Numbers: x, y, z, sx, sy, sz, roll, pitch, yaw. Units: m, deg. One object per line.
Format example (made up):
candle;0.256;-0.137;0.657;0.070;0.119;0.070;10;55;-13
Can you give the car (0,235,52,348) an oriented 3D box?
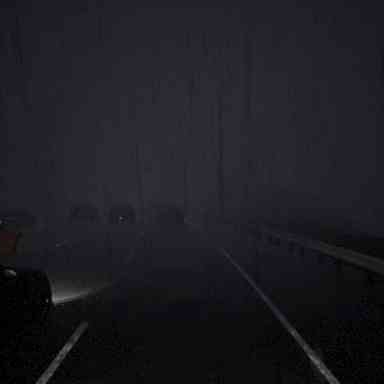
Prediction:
car;-3.585;1.607;4.609;1.994;1.385;4.181;0;0;-2

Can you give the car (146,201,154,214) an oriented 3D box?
car;-4.620;1.799;41.092;1.882;1.535;5.008;0;-1;-12

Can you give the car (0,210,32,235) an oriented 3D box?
car;-7.382;1.576;10.978;1.882;1.535;5.008;0;0;-4

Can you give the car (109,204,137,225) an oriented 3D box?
car;-5.491;1.703;26.485;2.128;1.511;4.902;0;0;-8

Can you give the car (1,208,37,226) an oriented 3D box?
car;-11.995;1.757;22.367;1.994;1.385;4.181;0;0;-7

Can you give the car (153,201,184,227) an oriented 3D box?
car;-1.727;1.670;24.888;1.882;1.535;5.008;0;0;-7

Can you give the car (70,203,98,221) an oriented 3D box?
car;-9.502;1.721;29.572;1.882;1.535;5.008;0;0;-9
